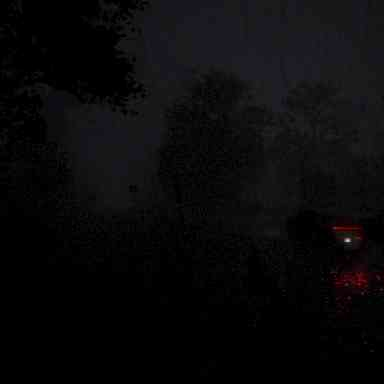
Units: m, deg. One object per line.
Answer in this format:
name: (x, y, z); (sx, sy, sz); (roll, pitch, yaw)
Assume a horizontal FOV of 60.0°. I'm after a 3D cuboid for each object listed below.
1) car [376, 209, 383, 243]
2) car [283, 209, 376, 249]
car: (8.719, 1.366, 13.772); (2.097, 1.767, 4.553); (0, 0, 0)
car: (5.521, 1.496, 14.531); (1.837, 1.490, 4.892); (2, 0, -4)
